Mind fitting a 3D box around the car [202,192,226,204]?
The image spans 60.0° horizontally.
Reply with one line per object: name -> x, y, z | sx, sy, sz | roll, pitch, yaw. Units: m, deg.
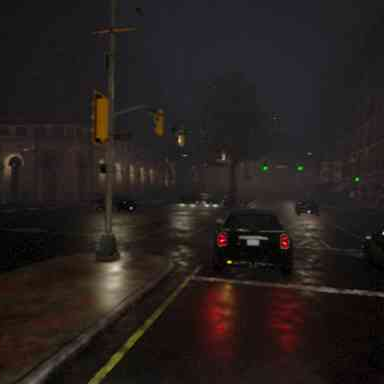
car -> 3.382, 1.124, 50.917 | 2.033, 1.411, 5.357 | 2, 1, 13

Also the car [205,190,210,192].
car -> 2.248, 0.666, 61.506 | 2.150, 2.045, 5.566 | 2, 1, 13

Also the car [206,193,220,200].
car -> 4.566, 0.941, 71.558 | 2.033, 1.411, 5.357 | 2, 1, 13

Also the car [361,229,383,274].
car -> 5.859, 1.601, 8.678 | 2.033, 1.411, 5.357 | 2, 1, 18

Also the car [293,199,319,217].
car -> 10.774, 1.452, 31.415 | 1.837, 1.490, 4.892 | 2, 1, 13

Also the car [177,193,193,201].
car -> -1.195, 0.961, 61.075 | 1.895, 1.301, 4.718 | 2, 1, 13

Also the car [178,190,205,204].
car -> -0.030, 0.709, 51.655 | 2.150, 2.045, 5.566 | 2, 1, 13

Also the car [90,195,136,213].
car -> -7.066, 1.040, 29.712 | 4.892, 1.490, 1.837 | 2, 0, 38

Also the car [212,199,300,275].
car -> 1.811, 1.290, 10.560 | 2.097, 1.767, 4.553 | 1, 1, 7

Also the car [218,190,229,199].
car -> 5.656, 0.756, 60.711 | 2.150, 2.045, 5.566 | 2, 1, 13
